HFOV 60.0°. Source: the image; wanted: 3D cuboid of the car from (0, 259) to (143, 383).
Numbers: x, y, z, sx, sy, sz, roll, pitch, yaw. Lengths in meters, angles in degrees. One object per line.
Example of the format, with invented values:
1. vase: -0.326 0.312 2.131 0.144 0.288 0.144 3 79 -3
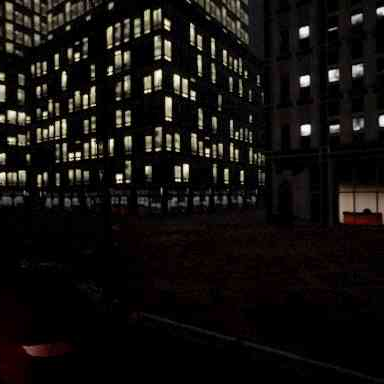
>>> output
1. car: -2.531 1.625 4.666 4.206 1.307 1.802 -1 -1 36
